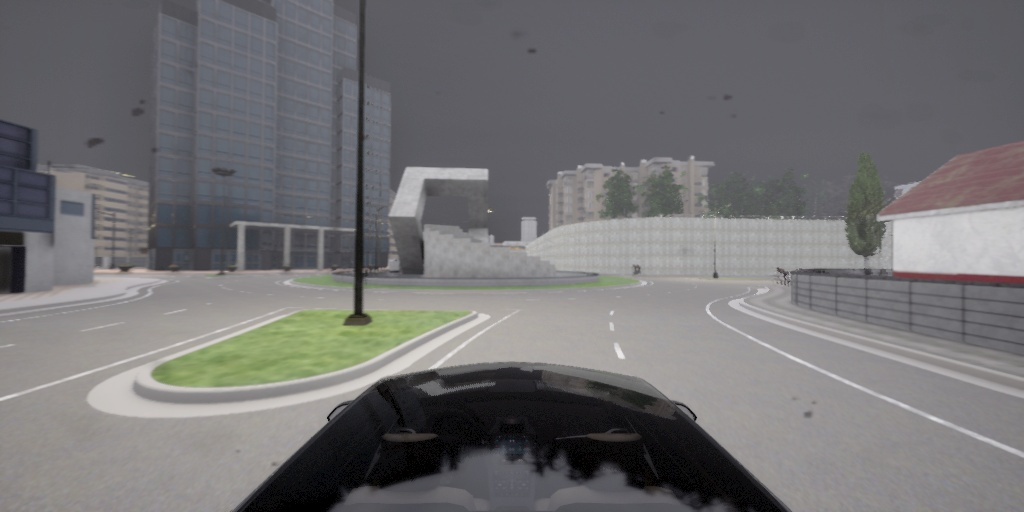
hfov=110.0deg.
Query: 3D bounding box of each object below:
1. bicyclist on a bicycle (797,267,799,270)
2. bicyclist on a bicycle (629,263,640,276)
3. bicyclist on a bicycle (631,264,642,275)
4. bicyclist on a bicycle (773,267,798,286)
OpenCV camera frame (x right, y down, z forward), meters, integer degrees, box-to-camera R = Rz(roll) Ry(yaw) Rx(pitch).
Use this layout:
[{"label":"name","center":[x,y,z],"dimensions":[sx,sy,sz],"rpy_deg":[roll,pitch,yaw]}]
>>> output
[{"label":"bicyclist on a bicycle","center":[24.779,1.811,31.186],"dimensions":[0.582,1.620,1.656],"rpy_deg":[1,-1,36]},{"label":"bicyclist on a bicycle","center":[18.375,1.998,53.772],"dimensions":[1.656,1.620,0.582],"rpy_deg":[-10,5,-33]},{"label":"bicyclist on a bicycle","center":[18.740,2.031,53.266],"dimensions":[1.656,1.620,0.582],"rpy_deg":[-5,11,-31]},{"label":"bicyclist on a bicycle","center":[21.523,1.664,28.589],"dimensions":[1.656,1.620,0.582],"rpy_deg":[-6,-11,-2]}]
